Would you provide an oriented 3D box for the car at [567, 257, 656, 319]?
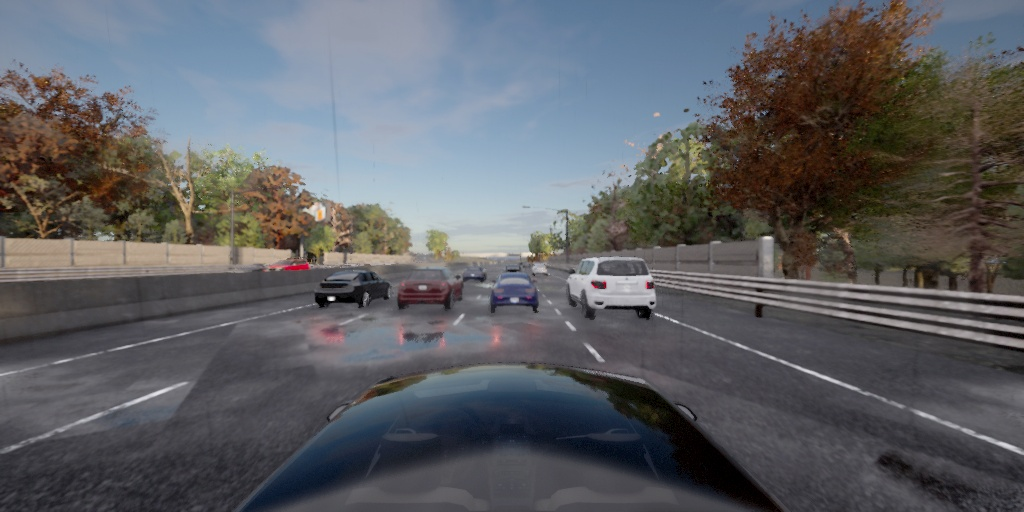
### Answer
[{"bbox_3d":[3.487,1.075,13.545,2.150,2.045,5.566,0,-1,0],"label":"car"}]

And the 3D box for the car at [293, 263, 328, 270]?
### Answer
[{"bbox_3d":[-21.105,1.743,38.876,1.895,1.301,4.718,0,-1,0],"label":"car"}]

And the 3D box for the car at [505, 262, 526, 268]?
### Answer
[{"bbox_3d":[0.091,1.583,32.763,1.837,1.490,4.892,0,-1,0],"label":"car"}]

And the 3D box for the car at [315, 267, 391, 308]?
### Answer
[{"bbox_3d":[-6.903,1.405,16.128,1.837,1.490,4.892,0,-1,0],"label":"car"}]

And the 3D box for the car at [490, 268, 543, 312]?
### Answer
[{"bbox_3d":[0.096,1.414,14.971,1.812,1.442,4.674,0,-1,0],"label":"car"}]

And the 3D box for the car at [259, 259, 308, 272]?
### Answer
[{"bbox_3d":[-24.600,1.370,39.554,2.150,2.045,5.566,0,-1,0],"label":"car"}]

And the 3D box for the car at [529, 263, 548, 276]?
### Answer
[{"bbox_3d":[3.486,1.742,46.157,1.812,1.442,4.674,0,-1,0],"label":"car"}]

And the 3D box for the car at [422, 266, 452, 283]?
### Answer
[{"bbox_3d":[-6.906,1.648,33.407,1.994,1.385,4.181,0,-1,0],"label":"car"}]

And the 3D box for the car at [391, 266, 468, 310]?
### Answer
[{"bbox_3d":[-3.404,1.248,15.788,2.097,1.767,4.553,0,-1,0],"label":"car"}]

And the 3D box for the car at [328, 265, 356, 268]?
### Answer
[{"bbox_3d":[-17.602,1.706,38.840,1.994,1.385,4.181,0,-1,0],"label":"car"}]

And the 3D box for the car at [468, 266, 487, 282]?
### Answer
[{"bbox_3d":[-3.406,1.647,33.247,1.994,1.385,4.181,0,-1,0],"label":"car"}]

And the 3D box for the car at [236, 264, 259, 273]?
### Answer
[{"bbox_3d":[-28.096,1.640,39.581,2.128,1.511,4.902,0,-1,0],"label":"car"}]
